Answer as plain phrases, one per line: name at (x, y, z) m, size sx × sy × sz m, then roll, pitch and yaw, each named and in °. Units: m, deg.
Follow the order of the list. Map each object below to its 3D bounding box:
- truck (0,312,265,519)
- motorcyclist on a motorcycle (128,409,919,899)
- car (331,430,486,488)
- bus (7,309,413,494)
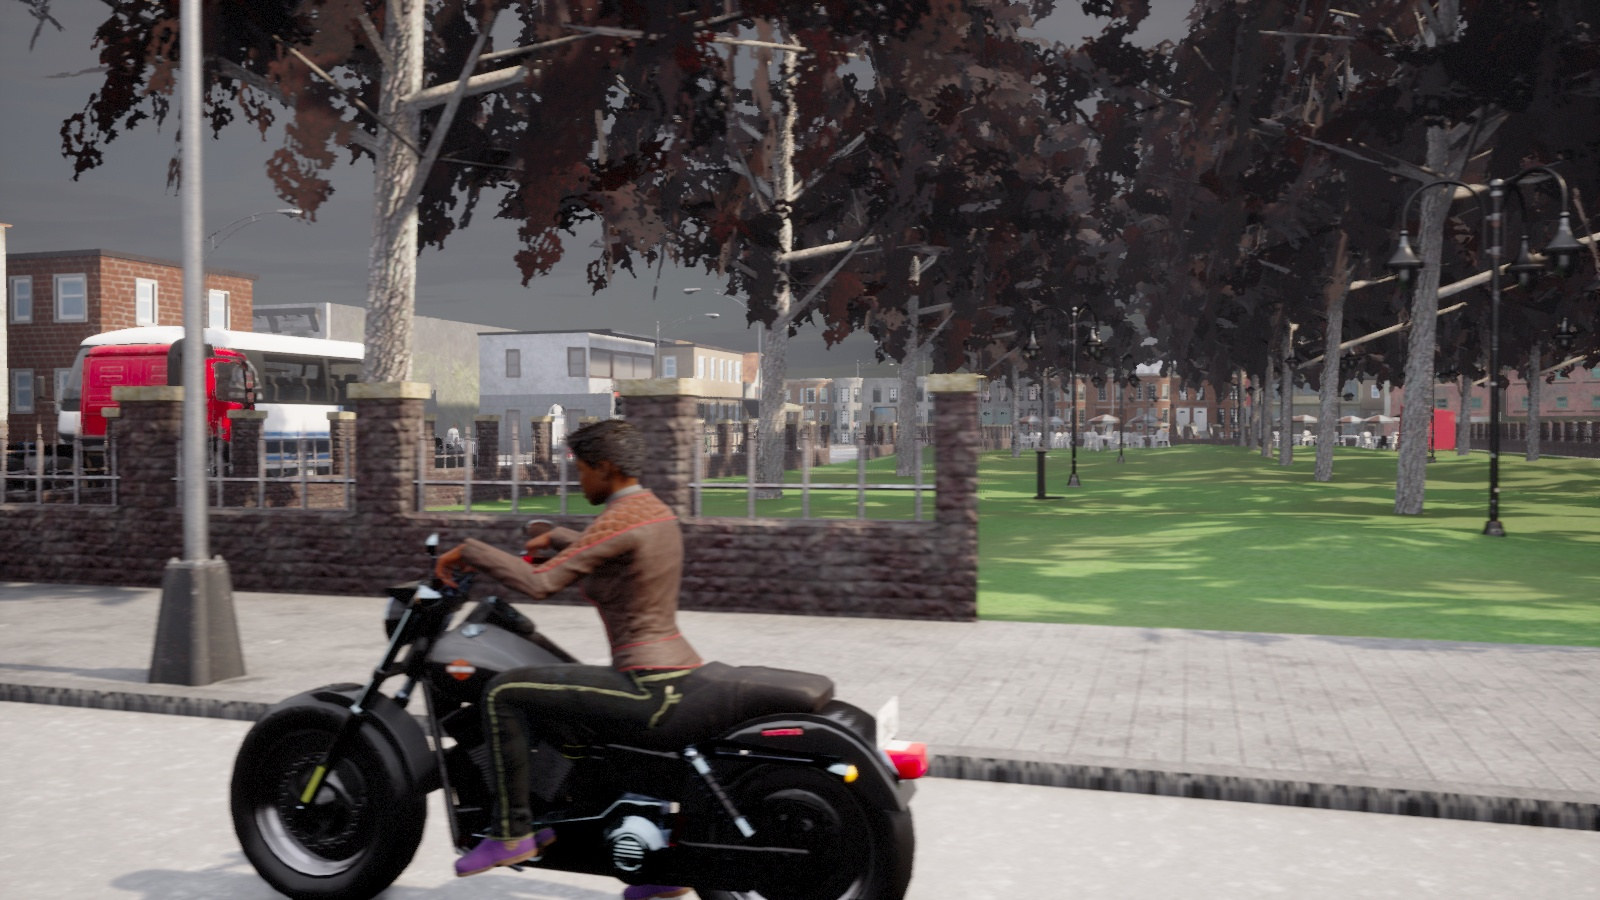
truck at (-14.158, -0.632, 24.237) m, size 2.891 × 3.462 × 7.936 m, roll 1°, pitch 1°, yaw 14°
motorcyclist on a motorcycle at (-0.857, 0.706, 3.967) m, size 2.350 × 1.649 × 0.766 m, roll 0°, pitch 1°, yaw 16°
car at (-10.848, 0.192, 35.246) m, size 1.837 × 1.490 × 4.892 m, roll 1°, pitch 1°, yaw 15°
bus at (-15.417, -1.197, 34.248) m, size 3.944 × 4.253 × 10.273 m, roll 1°, pitch 1°, yaw 19°
